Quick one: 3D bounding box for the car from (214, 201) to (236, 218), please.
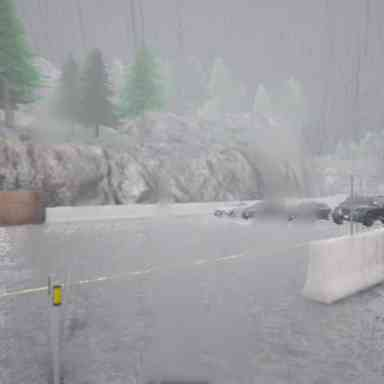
[{"bbox_3d":[3.981,1.549,30.121,4.674,1.442,1.812,0,0,-43],"label":"car"}]

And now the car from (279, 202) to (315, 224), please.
[{"bbox_3d":[8.898,1.509,25.147,4.892,1.490,1.837,0,0,-43],"label":"car"}]

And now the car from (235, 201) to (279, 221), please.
[{"bbox_3d":[6.018,1.519,27.246,4.892,1.490,1.837,0,0,-43],"label":"car"}]
